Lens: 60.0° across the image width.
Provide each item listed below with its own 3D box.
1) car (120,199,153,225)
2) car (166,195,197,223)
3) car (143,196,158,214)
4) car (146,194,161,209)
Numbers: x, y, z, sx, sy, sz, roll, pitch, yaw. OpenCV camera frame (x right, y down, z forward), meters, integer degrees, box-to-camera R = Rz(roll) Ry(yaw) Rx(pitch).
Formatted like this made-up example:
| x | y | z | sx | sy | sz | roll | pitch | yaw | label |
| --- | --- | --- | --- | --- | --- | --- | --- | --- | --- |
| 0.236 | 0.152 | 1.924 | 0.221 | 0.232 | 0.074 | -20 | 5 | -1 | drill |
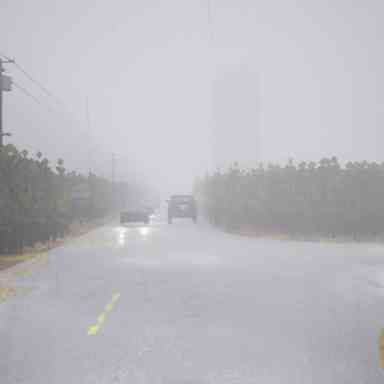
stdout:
| x | y | z | sx | sy | sz | roll | pitch | yaw | label |
| --- | --- | --- | --- | --- | --- | --- | --- | --- | --- |
| -4.149 | 1.496 | 24.718 | 1.882 | 1.535 | 5.008 | 0 | 0 | -4 | car |
| -0.828 | 1.241 | 25.928 | 2.150 | 2.045 | 5.566 | 0 | 0 | -5 | car |
| -4.997 | 1.504 | 35.651 | 1.882 | 1.535 | 5.008 | 0 | 0 | -4 | car |
| -5.574 | 1.256 | 46.359 | 2.150 | 2.045 | 5.566 | 0 | 0 | -1 | car |
